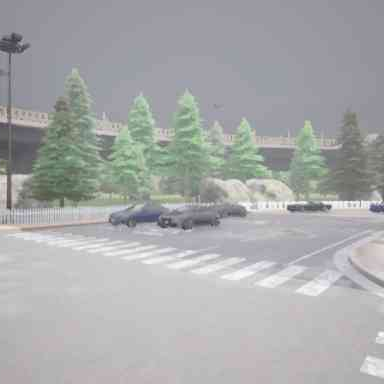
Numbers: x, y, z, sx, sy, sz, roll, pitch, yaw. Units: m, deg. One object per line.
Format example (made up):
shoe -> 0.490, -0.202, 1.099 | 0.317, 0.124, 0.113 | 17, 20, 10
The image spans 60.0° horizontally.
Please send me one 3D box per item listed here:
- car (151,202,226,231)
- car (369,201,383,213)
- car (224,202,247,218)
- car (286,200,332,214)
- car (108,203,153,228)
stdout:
car -> -0.129, 1.506, 20.151 | 1.994, 1.385, 4.181 | 0, 0, 41
car -> 20.589, 1.429, 33.877 | 5.008, 1.535, 1.882 | 0, 0, -10
car -> 2.803, 1.506, 28.269 | 4.181, 1.385, 1.994 | 0, 0, -42
car -> 12.191, 1.547, 34.762 | 4.718, 1.301, 1.895 | 0, 0, -24
car -> -3.241, 1.465, 21.832 | 1.812, 1.442, 4.674 | 0, 0, 41
